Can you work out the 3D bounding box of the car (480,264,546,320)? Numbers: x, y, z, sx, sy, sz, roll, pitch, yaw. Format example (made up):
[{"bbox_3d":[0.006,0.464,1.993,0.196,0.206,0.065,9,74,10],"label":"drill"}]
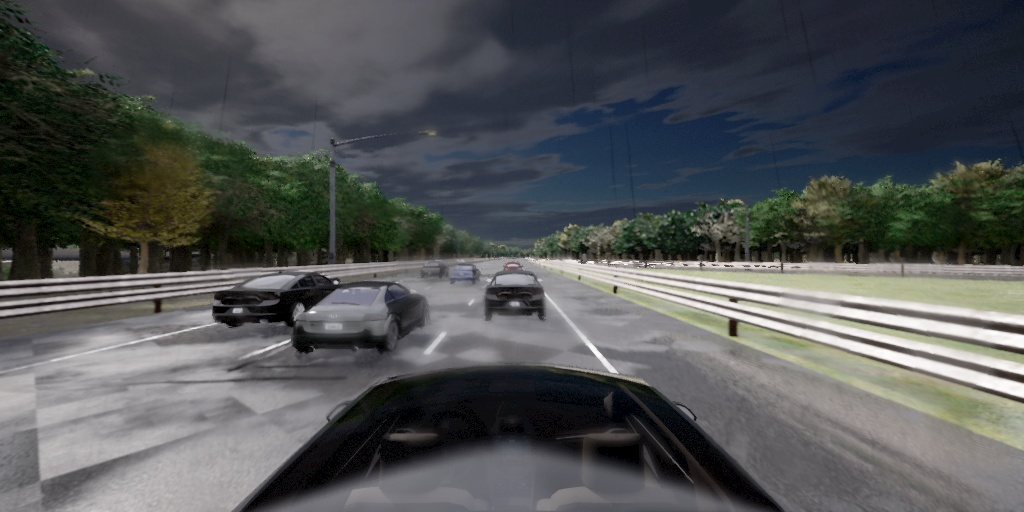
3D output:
[{"bbox_3d":[0.100,1.229,12.695,1.882,1.535,5.008,0,0,0],"label":"car"}]

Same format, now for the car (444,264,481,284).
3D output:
[{"bbox_3d":[-3.404,1.310,26.793,2.033,1.411,5.357,0,0,0],"label":"car"}]

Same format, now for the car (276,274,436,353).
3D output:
[{"bbox_3d":[-3.400,1.314,8.837,1.994,1.385,4.181,0,0,0],"label":"car"}]

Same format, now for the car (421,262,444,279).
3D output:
[{"bbox_3d":[-6.904,1.257,32.525,2.128,1.511,4.902,0,0,0],"label":"car"}]

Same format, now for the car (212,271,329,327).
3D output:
[{"bbox_3d":[-6.901,1.228,11.498,1.882,1.535,5.008,0,0,0],"label":"car"}]

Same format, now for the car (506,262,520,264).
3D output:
[{"bbox_3d":[0.096,1.293,33.569,1.812,1.442,4.674,0,0,0],"label":"car"}]
